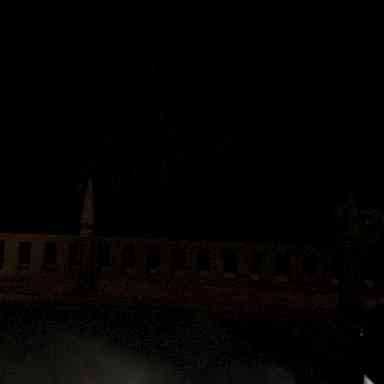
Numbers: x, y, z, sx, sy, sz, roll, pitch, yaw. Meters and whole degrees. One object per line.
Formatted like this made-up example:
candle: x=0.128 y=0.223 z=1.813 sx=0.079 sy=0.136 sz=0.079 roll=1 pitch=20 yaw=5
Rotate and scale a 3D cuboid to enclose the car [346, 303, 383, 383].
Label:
car: x=4.436 y=1.586 z=2.895 sx=5.566 sy=2.045 sz=2.150 roll=2 pitch=-3 yaw=5
